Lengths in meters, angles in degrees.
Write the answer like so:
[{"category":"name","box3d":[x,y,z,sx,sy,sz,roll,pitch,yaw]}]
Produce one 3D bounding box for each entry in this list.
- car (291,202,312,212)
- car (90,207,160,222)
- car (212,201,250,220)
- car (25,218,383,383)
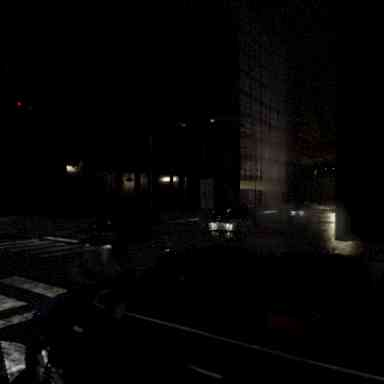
[{"category":"car","box3d":[16.489,2.140,49.796,2.033,1.411,5.357,-1,-1,36]},{"category":"car","box3d":[-4.115,1.720,21.103,1.882,1.535,5.008,-1,-1,36]},{"category":"car","box3d":[3.808,1.718,32.198,2.097,1.767,4.553,-1,-1,35]},{"category":"car","box3d":[0.227,1.361,3.521,4.553,1.767,2.097,0,0,35]}]
